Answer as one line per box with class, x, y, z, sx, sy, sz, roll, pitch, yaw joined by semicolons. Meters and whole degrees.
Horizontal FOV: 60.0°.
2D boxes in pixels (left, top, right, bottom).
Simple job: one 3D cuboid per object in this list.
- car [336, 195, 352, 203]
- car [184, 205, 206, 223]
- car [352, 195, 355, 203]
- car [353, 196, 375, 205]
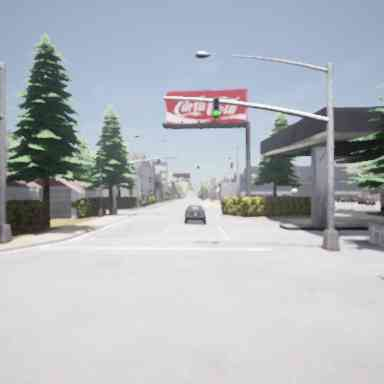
car;38.631;1.801;85.376;1.905;1.878;3.866;0;0;0
car;0.267;1.845;28.973;2.033;1.411;5.357;1;0;0
car;41.537;1.817;85.785;1.932;1.855;4.605;0;0;0
car;35.131;1.896;67.285;2.007;1.523;4.514;0;0;0
